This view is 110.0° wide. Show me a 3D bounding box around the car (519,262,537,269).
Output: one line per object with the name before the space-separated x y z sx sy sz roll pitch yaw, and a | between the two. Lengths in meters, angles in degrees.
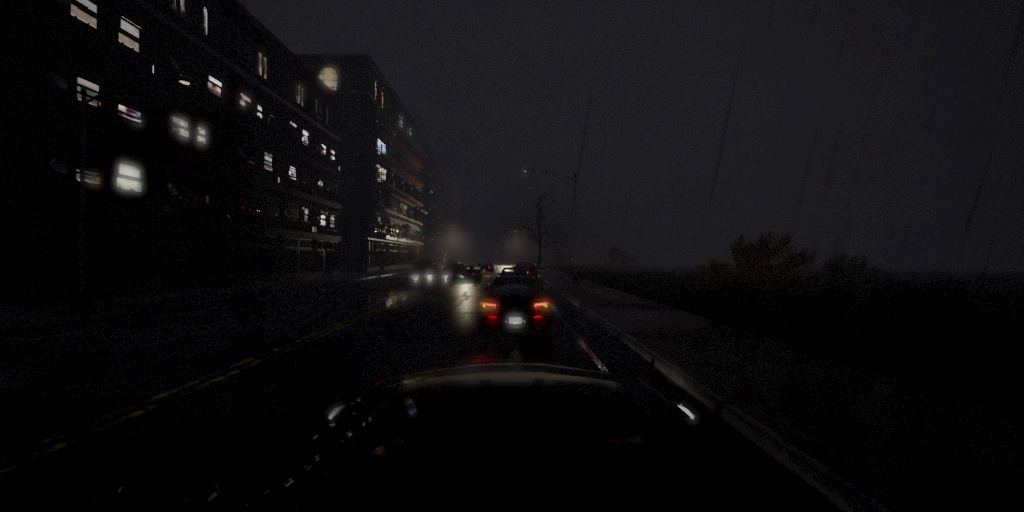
car | 1.083 1.237 29.994 1.882 1.535 5.008 0 0 0

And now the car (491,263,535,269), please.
car | 0.065 1.321 20.467 1.994 1.385 4.181 0 0 0

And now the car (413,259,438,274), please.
car | -9.926 1.113 41.383 2.097 1.767 4.553 0 0 0

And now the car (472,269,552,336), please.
car | 0.075 1.279 10.299 1.812 1.442 4.674 0 0 0

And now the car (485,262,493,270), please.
car | -3.229 1.362 43.961 1.895 1.301 4.718 0 0 0

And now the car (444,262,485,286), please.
car | -3.195 1.321 24.966 1.994 1.385 4.181 0 0 0
